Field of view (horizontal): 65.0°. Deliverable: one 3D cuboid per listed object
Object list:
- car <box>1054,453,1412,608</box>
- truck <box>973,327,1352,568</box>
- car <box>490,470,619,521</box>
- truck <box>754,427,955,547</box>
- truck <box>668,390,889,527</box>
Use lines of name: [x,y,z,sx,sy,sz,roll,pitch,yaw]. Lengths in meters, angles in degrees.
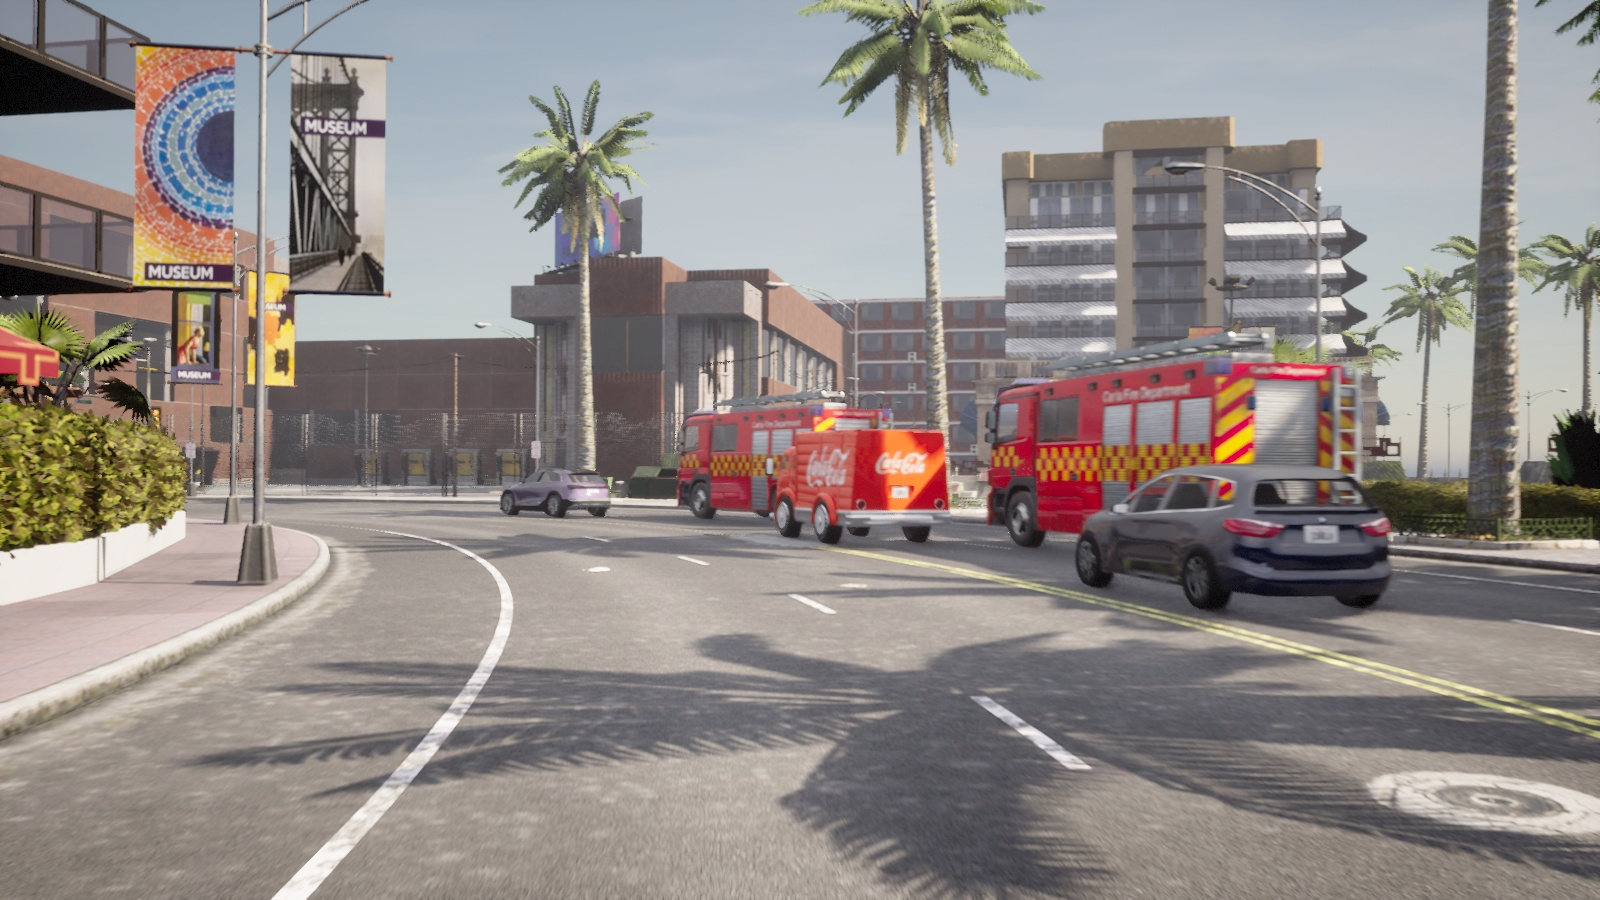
car: [5.217,0.902,15.973,2.242,1.667,4.611,0,-1,-12]
truck: [6.482,0.029,24.396,2.891,3.827,8.468,0,-1,-17]
car: [-8.401,1.499,42.737,2.033,1.649,4.856,1,-1,-44]
truck: [1.084,0.803,28.675,2.627,2.467,5.204,0,-1,-22]
truck: [-0.928,0.314,39.409,2.891,3.827,8.468,0,-1,-33]
